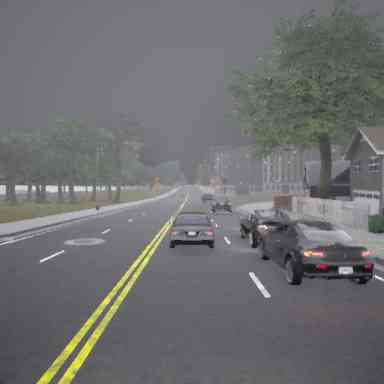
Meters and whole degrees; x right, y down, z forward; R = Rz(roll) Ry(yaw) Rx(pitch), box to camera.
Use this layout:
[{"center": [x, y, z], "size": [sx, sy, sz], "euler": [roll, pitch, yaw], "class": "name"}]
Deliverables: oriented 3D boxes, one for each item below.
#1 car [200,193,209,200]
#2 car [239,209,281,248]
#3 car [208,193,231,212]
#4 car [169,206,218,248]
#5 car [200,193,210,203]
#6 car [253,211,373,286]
[{"center": [3.251, 1.234, 87.247], "size": [2.097, 1.767, 4.553], "euler": [0, 0, 0], "class": "car"}, {"center": [3.251, 1.507, 14.743], "size": [2.128, 1.511, 4.902], "euler": [0, 0, 0], "class": "car"}, {"center": [3.251, 1.360, 38.158], "size": [2.097, 1.767, 4.553], "euler": [0, 0, 0], "class": "car"}, {"center": [0.000, 1.560, 14.658], "size": [2.033, 1.411, 5.357], "euler": [0, 0, 0], "class": "car"}, {"center": [3.249, 1.184, 68.512], "size": [2.150, 2.045, 5.566], "euler": [0, 0, 0], "class": "car"}, {"center": [3.234, 1.505, 9.444], "size": [1.812, 1.442, 4.674], "euler": [0, 0, -2], "class": "car"}]
